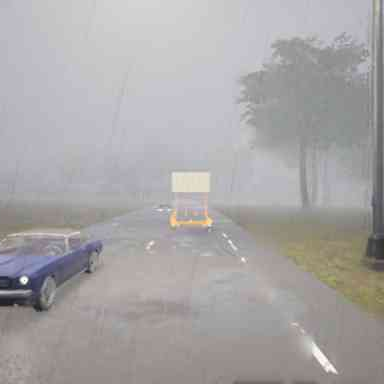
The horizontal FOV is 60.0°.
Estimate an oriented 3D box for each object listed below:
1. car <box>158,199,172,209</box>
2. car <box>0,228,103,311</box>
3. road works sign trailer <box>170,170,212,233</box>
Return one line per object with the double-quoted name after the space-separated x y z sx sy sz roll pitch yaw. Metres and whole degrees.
-3.902 1.738 49.314 2.033 1.411 5.357 0 0 0 "car"
-3.613 1.600 7.854 1.895 1.301 4.718 0 0 0 "car"
-0.053 0.485 19.849 2.380 3.560 2.880 0 0 0 "road works sign trailer"
